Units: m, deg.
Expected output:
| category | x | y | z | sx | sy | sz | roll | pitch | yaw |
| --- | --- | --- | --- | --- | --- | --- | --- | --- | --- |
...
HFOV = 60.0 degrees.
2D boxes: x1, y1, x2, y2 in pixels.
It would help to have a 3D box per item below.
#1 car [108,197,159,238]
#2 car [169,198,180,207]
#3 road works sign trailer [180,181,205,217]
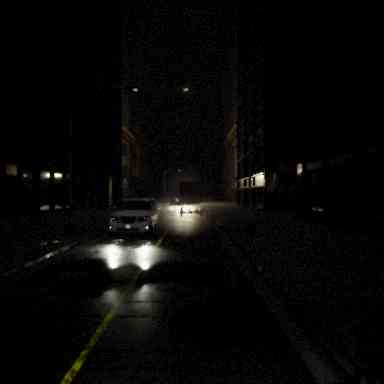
| category | x | y | z | sx | sy | sz | roll | pitch | yaw |
| --- | --- | --- | --- | --- | --- | --- | --- | --- | --- |
| car | -3.132 | 1.344 | 19.008 | 2.150 | 2.045 | 5.566 | 0 | 0 | 0 |
| car | -3.137 | 1.939 | 61.862 | 2.128 | 1.511 | 4.902 | 0 | 0 | 0 |
| road works sign trailer | -0.055 | 0.695 | 33.724 | 2.380 | 3.560 | 2.880 | 0 | 0 | 0 |
